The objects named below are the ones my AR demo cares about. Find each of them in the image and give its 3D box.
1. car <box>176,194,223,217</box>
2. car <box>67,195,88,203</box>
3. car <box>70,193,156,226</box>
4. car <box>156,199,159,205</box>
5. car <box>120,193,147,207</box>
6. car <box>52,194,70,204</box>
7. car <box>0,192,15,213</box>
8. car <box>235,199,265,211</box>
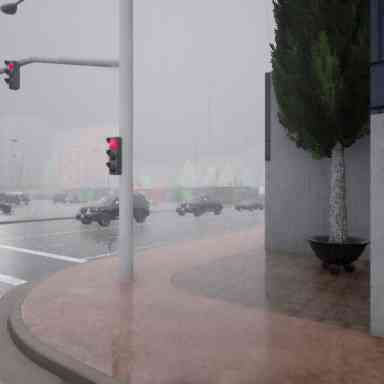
[{"bbox_3d":[0.841,1.221,32.086,2.150,2.045,5.566,0,0,37],"label":"car"},{"bbox_3d":[-21.340,1.364,62.113,3.905,1.438,1.784,0,0,35],"label":"car"},{"bbox_3d":[-5.430,1.221,23.684,2.150,2.045,5.566,0,0,36],"label":"car"},{"bbox_3d":[-7.087,1.395,52.017,3.806,1.475,1.970,0,0,35],"label":"car"},{"bbox_3d":[-8.772,1.156,49.662,3.866,1.878,1.905,0,0,35],"label":"car"},{"bbox_3d":[-23.069,1.153,59.788,4.605,1.855,1.932,0,0,35],"label":"car"},{"bbox_3d":[-20.102,1.156,33.640,3.866,1.878,1.905,0,0,35],"label":"car"},{"bbox_3d":[7.242,1.547,40.599,2.033,1.411,5.357,0,0,37],"label":"car"}]
